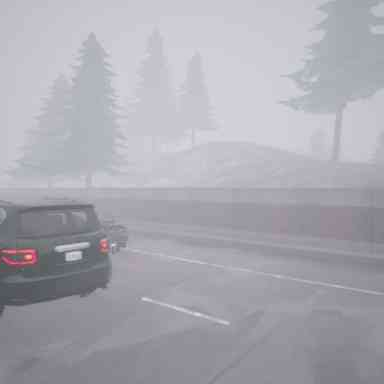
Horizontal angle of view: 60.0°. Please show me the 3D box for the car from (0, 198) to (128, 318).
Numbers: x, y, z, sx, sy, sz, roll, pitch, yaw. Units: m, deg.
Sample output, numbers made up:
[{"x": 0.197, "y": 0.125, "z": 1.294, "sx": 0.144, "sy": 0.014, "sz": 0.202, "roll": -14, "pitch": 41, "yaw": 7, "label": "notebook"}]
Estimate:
[{"x": -4.084, "y": 1.151, "z": 7.334, "sx": 5.566, "sy": 2.045, "sz": 2.150, "roll": 1, "pitch": 0, "yaw": 39, "label": "car"}]

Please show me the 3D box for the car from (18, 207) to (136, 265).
[{"x": -4.357, "y": 1.407, "z": 12.161, "sx": 4.892, "sy": 1.490, "sz": 1.837, "roll": 1, "pitch": 1, "yaw": 41, "label": "car"}]
